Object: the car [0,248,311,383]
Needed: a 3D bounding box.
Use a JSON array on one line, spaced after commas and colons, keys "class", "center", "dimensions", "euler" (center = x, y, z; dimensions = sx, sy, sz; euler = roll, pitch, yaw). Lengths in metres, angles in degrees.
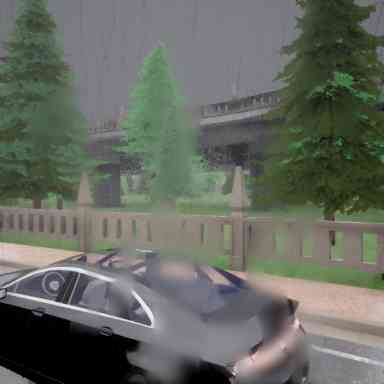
[{"class": "car", "center": [-1.100, 1.492, 4.193], "dimensions": [4.902, 1.511, 2.128], "euler": [0, 0, 33]}]
